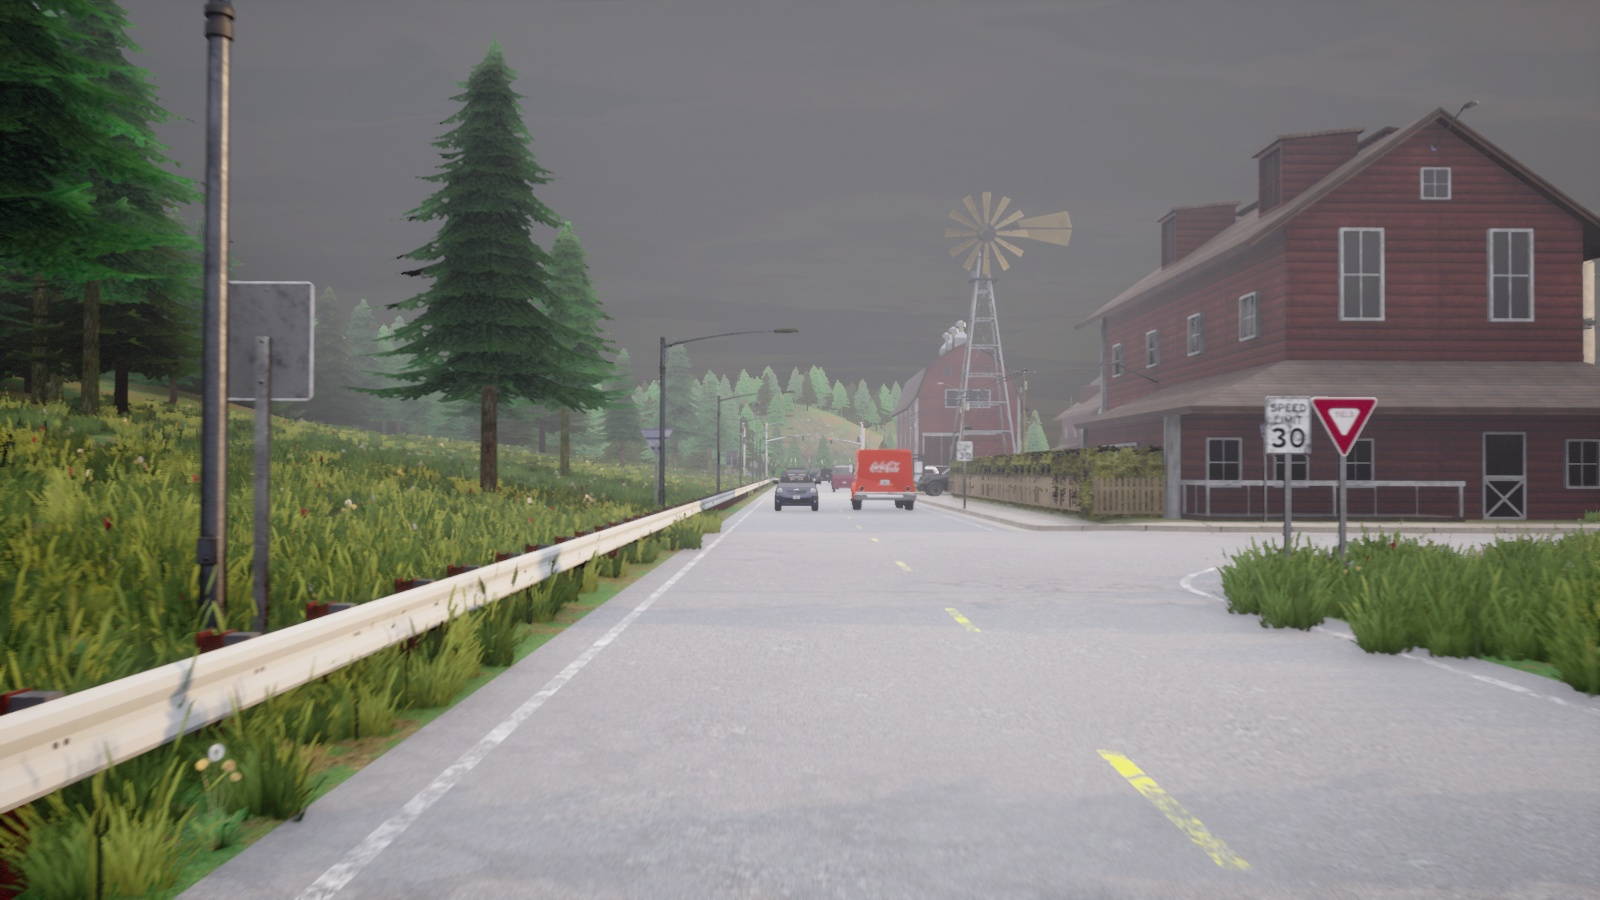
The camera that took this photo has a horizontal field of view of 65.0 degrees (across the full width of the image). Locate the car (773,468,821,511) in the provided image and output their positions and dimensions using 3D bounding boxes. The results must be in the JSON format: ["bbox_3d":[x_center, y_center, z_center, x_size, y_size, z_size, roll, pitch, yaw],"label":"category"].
[{"bbox_3d":[-0.121,1.548,49.884,1.851,1.617,3.988,0,-1,0],"label":"car"}]

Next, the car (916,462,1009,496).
[{"bbox_3d":[10.187,1.818,79.161,5.566,2.045,2.150,0,-1,-1],"label":"car"}]

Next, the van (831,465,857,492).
[{"bbox_3d":[3.270,2.138,94.614,1.775,1.987,4.442,0,-1,0],"label":"van"}]

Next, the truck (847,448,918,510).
[{"bbox_3d":[3.371,1.192,52.459,2.627,2.467,5.204,0,-1,0],"label":"truck"}]
